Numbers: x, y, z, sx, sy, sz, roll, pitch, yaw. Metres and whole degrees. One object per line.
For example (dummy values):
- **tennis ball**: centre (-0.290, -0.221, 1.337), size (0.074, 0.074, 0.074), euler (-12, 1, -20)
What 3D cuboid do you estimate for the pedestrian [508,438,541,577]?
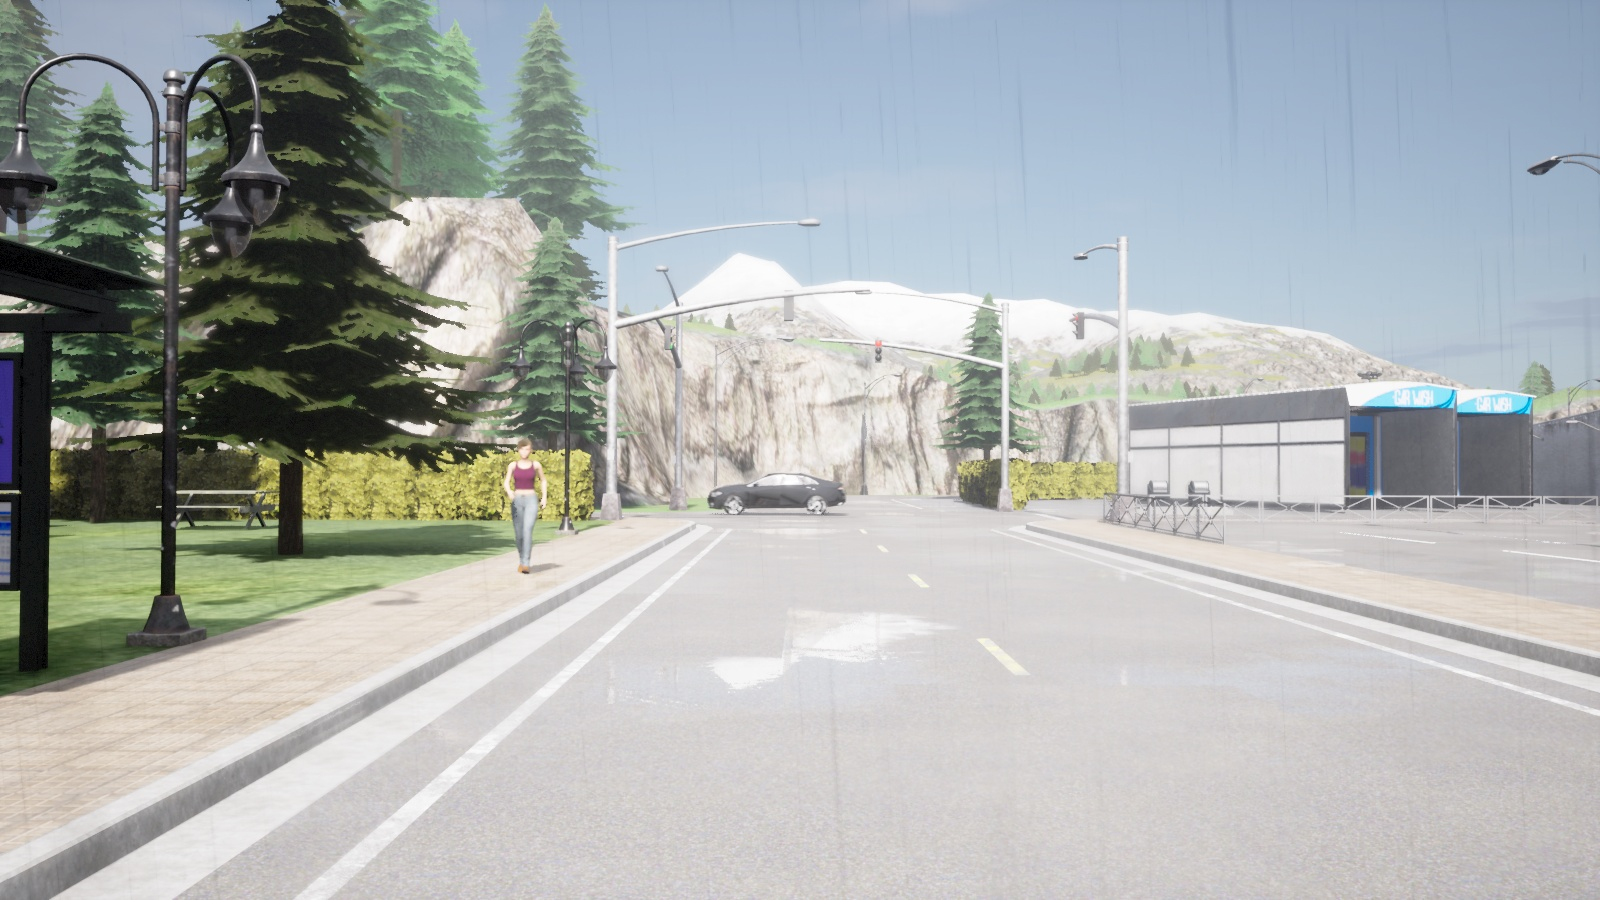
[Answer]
- **pedestrian**: centre (-3.708, 0.768, 16.913), size (0.345, 1.836, 0.594), euler (0, -1, -2)

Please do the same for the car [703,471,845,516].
- **car**: centre (-0.875, 1.519, 44.442), size (4.902, 1.511, 2.128), euler (0, -1, 1)
